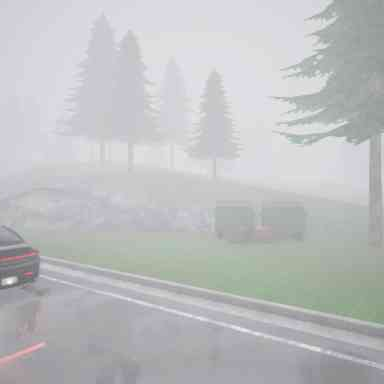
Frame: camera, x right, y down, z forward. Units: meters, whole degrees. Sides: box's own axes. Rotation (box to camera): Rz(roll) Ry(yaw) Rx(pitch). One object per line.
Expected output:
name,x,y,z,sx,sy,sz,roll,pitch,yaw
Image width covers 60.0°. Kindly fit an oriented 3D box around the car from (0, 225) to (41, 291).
car,-5.561,1.504,7.955,4.892,1.490,1.837,0,0,35
